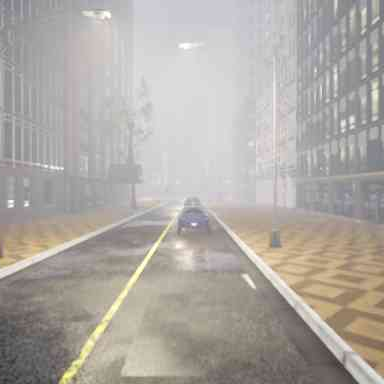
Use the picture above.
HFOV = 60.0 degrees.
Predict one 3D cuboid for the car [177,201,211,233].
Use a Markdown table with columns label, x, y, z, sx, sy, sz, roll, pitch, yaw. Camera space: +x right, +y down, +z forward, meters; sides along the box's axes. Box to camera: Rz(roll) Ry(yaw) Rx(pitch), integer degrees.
| label | x | y | z | sx | sy | sz | roll | pitch | yaw |
| --- | --- | --- | --- | --- | --- | --- | --- | --- | --- |
| car | 0.100 | 1.509 | 19.594 | 1.812 | 1.442 | 4.674 | 0 | 0 | 0 |

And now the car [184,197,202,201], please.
| label | x | y | z | sx | sy | sz | roll | pitch | yaw |
| --- | --- | --- | --- | --- | --- | --- | --- | --- | --- |
| car | 0.099 | 1.327 | 39.403 | 2.097 | 1.767 | 4.553 | 0 | 0 | 0 |
